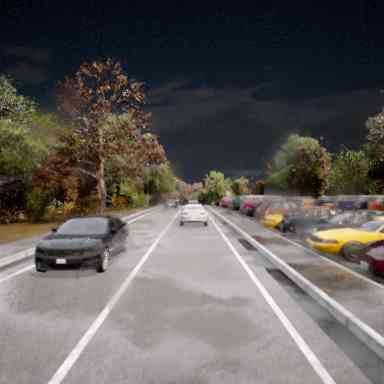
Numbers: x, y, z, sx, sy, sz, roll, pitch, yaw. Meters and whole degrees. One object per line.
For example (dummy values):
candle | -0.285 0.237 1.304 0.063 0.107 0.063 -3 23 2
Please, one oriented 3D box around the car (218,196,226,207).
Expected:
car | 7.169 1.888 53.272 5.008 1.535 2.097 0 -1 0

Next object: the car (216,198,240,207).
car | 7.241 2.027 67.148 4.553 1.767 2.185 0 -1 0

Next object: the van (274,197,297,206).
van | 20.425 2.050 72.552 4.442 1.987 1.878 0 -1 0

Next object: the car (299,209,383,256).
car | 6.841 1.516 11.653 5.366 1.575 1.946 0 0 0

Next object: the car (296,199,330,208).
car | 20.248 1.937 55.937 5.008 1.535 2.097 0 -1 0

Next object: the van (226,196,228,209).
van | 7.011 1.453 42.174 4.442 1.987 1.878 0 -1 0

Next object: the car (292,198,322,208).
car | 20.230 1.861 58.585 4.553 1.767 2.185 0 -1 0

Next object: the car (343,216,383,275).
car | 6.988 1.541 8.876 4.792 1.488 2.163 0 0 0

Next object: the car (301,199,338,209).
car | 20.238 1.882 53.042 5.008 1.535 2.097 0 -1 0

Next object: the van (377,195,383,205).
van | 20.287 1.345 31.029 4.442 1.987 1.878 0 0 0

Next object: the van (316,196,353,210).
van | 20.342 1.552 47.507 4.442 1.987 1.878 0 -1 0

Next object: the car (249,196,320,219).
car | 7.041 1.433 25.533 4.553 1.767 2.185 0 0 0

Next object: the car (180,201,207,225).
car | 0.127 1.588 24.199 1.812 1.442 4.674 0 0 0

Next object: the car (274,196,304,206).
car | 20.326 1.953 69.662 5.566 2.045 2.435 0 -1 0

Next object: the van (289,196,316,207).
van | 20.387 1.813 61.355 4.442 1.987 1.878 0 -1 0

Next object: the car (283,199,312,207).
car | 20.273 2.093 64.122 4.892 1.521 2.231 0 -1 0

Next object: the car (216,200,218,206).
car | 7.185 2.033 58.823 4.674 1.452 2.002 0 -1 0

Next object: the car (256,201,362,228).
car | 6.869 1.540 19.981 5.366 1.575 1.946 0 0 0

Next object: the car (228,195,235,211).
car | 7.137 1.338 36.638 5.566 2.045 2.435 0 0 0

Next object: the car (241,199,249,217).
car | 7.076 1.566 28.309 5.008 1.535 2.097 0 0 0

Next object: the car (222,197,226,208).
car | 7.116 1.813 47.721 4.792 1.488 2.163 0 -1 0

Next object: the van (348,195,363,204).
van | 20.072 1.361 36.578 4.442 1.987 1.878 0 -1 0

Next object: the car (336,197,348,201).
car | 20.203 1.621 39.194 5.008 1.535 2.097 0 -1 0

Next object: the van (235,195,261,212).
van | 6.983 1.356 33.862 4.442 1.987 1.878 0 0 0

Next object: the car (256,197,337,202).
car | 7.032 1.425 22.757 4.553 1.767 2.185 0 0 0

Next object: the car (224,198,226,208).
car | 7.139 1.771 44.944 4.674 1.452 2.002 0 -1 0

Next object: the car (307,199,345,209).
car | 20.228 1.831 50.272 4.892 1.521 2.231 0 -1 0

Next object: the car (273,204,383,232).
car | 7.039 1.536 17.204 4.892 1.521 2.231 0 0 0

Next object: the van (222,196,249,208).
van | 7.290 1.715 56.052 4.442 1.987 1.878 0 -1 0

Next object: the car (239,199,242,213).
car | 7.093 1.614 31.085 4.674 1.452 2.002 0 0 0

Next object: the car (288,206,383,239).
car | 7.042 1.528 14.428 4.892 1.521 2.231 0 0 0

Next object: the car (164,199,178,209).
car | -3.238 1.869 51.775 2.128 1.511 4.902 0 -1 0

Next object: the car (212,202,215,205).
car | 7.172 1.847 64.379 5.566 2.045 2.435 0 -1 0

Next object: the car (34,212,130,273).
car | -3.343 1.495 10.996 1.882 1.535 5.008 0 0 0

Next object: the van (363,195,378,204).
van | 20.296 1.353 33.674 4.442 1.987 1.878 0 0 0
